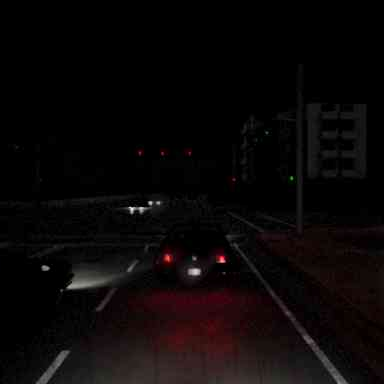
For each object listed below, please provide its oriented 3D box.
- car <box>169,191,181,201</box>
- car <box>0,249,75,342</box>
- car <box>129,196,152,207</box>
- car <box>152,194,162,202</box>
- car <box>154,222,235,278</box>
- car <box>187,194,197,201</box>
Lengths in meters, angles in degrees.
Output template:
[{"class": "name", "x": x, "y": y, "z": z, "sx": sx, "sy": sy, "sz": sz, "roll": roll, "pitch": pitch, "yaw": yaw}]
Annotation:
[{"class": "car", "x": -3.495, "y": 0.708, "z": 68.908, "sx": 2.150, "sy": 2.045, "sz": 5.566, "roll": 0, "pitch": 0, "yaw": 0}, {"class": "car", "x": -3.445, "y": 1.516, "z": 4.661, "sx": 2.033, "sy": 1.411, "sz": 5.357, "roll": 0, "pitch": 0, "yaw": 1}, {"class": "car", "x": -7.080, "y": 1.250, "z": 44.901, "sx": 2.033, "sy": 1.411, "sz": 5.357, "roll": 0, "pitch": 0, "yaw": 0}, {"class": "car", "x": -6.999, "y": 1.079, "z": 64.730, "sx": 1.837, "sy": 1.490, "sz": 4.892, "roll": 0, "pitch": 0, "yaw": 0}, {"class": "car", "x": 0.134, "y": 1.535, "z": 9.857, "sx": 1.895, "sy": 1.301, "sz": 4.718, "roll": 0, "pitch": 0, "yaw": 2}, {"class": "car", "x": 0.005, "y": 1.152, "z": 68.925, "sx": 1.895, "sy": 1.301, "sz": 4.718, "roll": 0, "pitch": 0, "yaw": 0}]
